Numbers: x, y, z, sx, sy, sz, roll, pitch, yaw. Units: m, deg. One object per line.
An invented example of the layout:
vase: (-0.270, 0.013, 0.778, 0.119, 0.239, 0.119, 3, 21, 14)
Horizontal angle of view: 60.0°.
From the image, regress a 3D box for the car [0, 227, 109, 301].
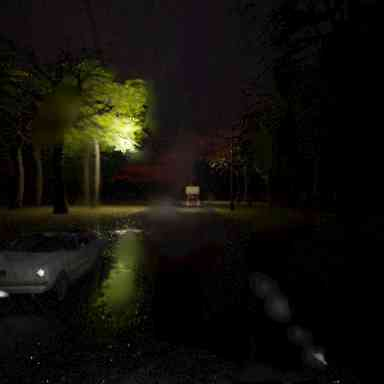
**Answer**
car: (-3.616, 1.634, 8.501, 1.895, 1.301, 4.718, 0, 0, 0)

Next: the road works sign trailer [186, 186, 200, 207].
road works sign trailer: (0.090, 0.753, 57.257, 2.380, 3.560, 2.880, 0, 0, -8)

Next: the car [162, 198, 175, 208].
car: (-3.663, 1.752, 52.398, 2.128, 1.511, 4.902, 0, 0, 0)
